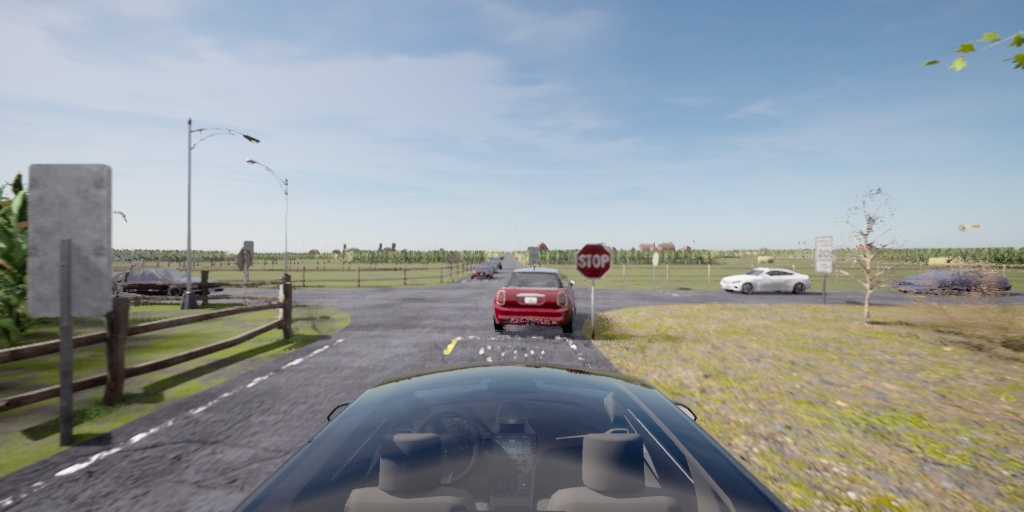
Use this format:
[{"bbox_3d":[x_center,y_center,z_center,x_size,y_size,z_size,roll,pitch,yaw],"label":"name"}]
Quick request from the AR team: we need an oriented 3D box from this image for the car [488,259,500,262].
[{"bbox_3d":[-2.822,1.445,44.900,1.837,1.490,4.892,0,0,0],"label":"car"}]

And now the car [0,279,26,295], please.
[{"bbox_3d":[-27.460,1.302,17.574,5.357,1.411,2.033,0,0,0],"label":"car"}]

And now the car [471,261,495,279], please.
[{"bbox_3d":[-2.823,1.469,34.368,1.994,1.385,4.181,0,0,-2],"label":"car"}]

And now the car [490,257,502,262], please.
[{"bbox_3d":[-2.773,1.201,59.859,2.150,2.045,5.566,0,0,1],"label":"car"}]

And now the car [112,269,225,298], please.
[{"bbox_3d":[-17.380,1.335,17.595,5.357,1.411,2.033,0,0,0],"label":"car"}]

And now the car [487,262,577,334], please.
[{"bbox_3d":[0.877,1.153,11.135,2.097,1.767,4.553,0,0,11],"label":"car"}]

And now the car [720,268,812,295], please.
[{"bbox_3d":[14.519,1.414,20.603,4.674,1.442,1.812,0,0,0],"label":"car"}]

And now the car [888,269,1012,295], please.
[{"bbox_3d":[25.066,1.466,20.622,5.357,1.411,2.033,0,0,0],"label":"car"}]
